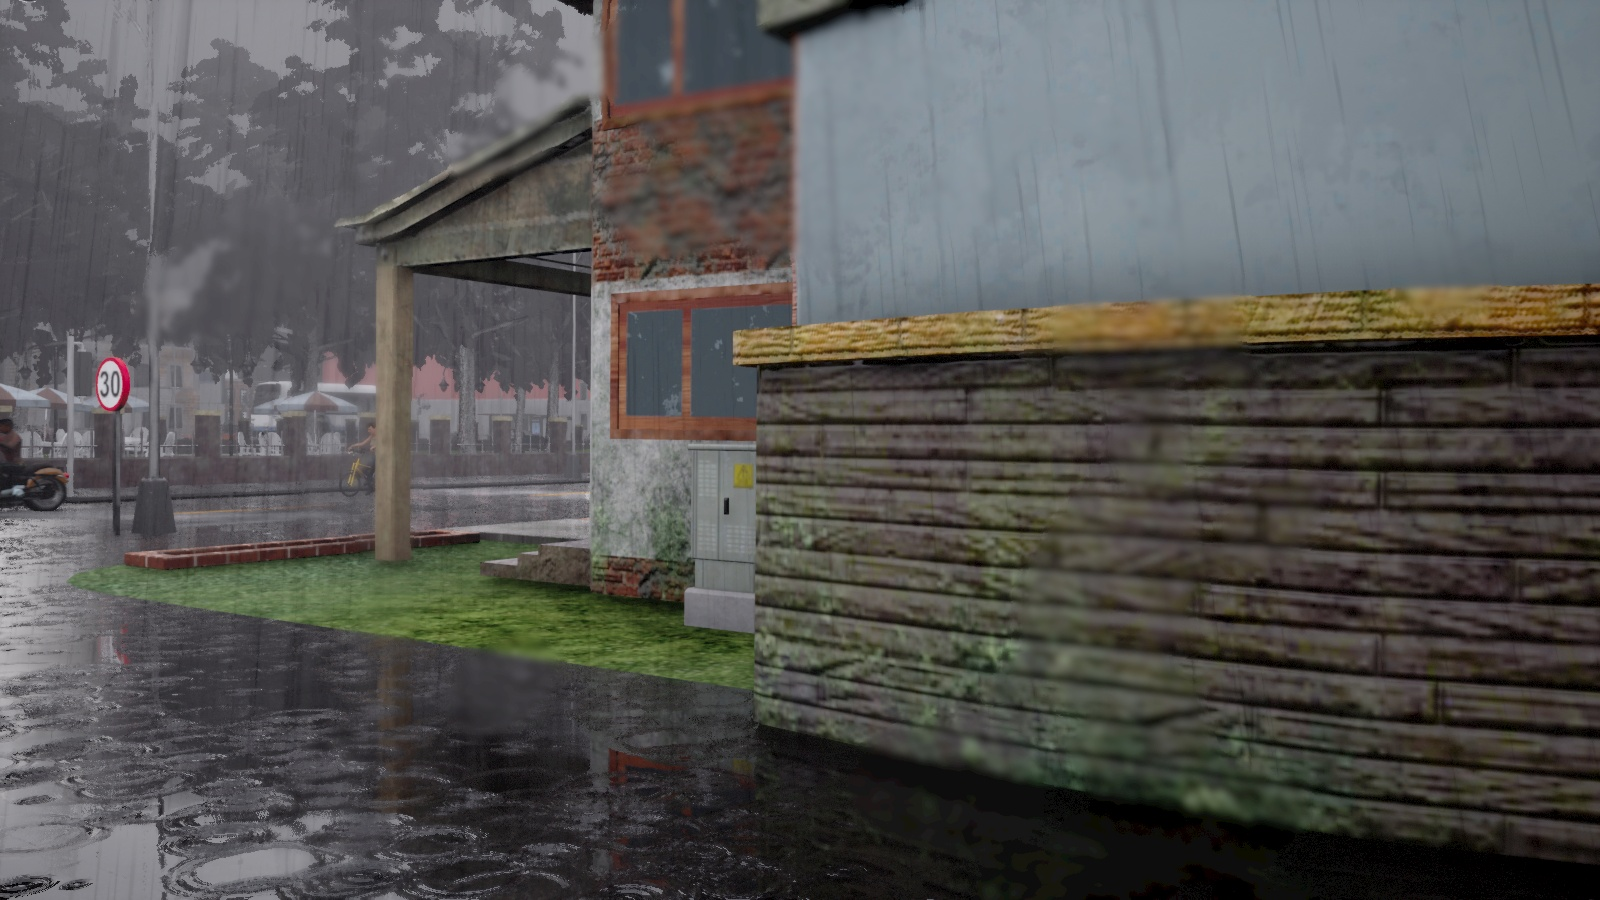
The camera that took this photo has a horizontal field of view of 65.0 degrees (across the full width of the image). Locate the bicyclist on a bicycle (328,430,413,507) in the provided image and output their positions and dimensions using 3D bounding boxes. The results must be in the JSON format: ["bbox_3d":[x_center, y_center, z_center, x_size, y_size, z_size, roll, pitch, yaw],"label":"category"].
[{"bbox_3d":[-9.270,0.381,27.147,0.866,1.612,1.509,0,1,33],"label":"bicyclist on a bicycle"}]

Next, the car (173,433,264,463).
[{"bbox_3d":[-35.524,-0.137,76.814,2.097,1.767,4.553,0,1,33],"label":"car"}]

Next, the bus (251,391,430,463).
[{"bbox_3d":[-28.889,-1.470,79.614,3.944,4.253,10.273,0,1,33],"label":"bus"}]

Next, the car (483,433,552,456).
[{"bbox_3d":[-20.658,-0.409,92.079,2.033,1.649,4.856,0,1,33],"label":"car"}]

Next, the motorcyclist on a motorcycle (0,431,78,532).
[{"bbox_3d":[-13.425,0.519,20.857,0.766,1.649,2.350,0,1,33],"label":"motorcyclist on a motorcycle"}]
